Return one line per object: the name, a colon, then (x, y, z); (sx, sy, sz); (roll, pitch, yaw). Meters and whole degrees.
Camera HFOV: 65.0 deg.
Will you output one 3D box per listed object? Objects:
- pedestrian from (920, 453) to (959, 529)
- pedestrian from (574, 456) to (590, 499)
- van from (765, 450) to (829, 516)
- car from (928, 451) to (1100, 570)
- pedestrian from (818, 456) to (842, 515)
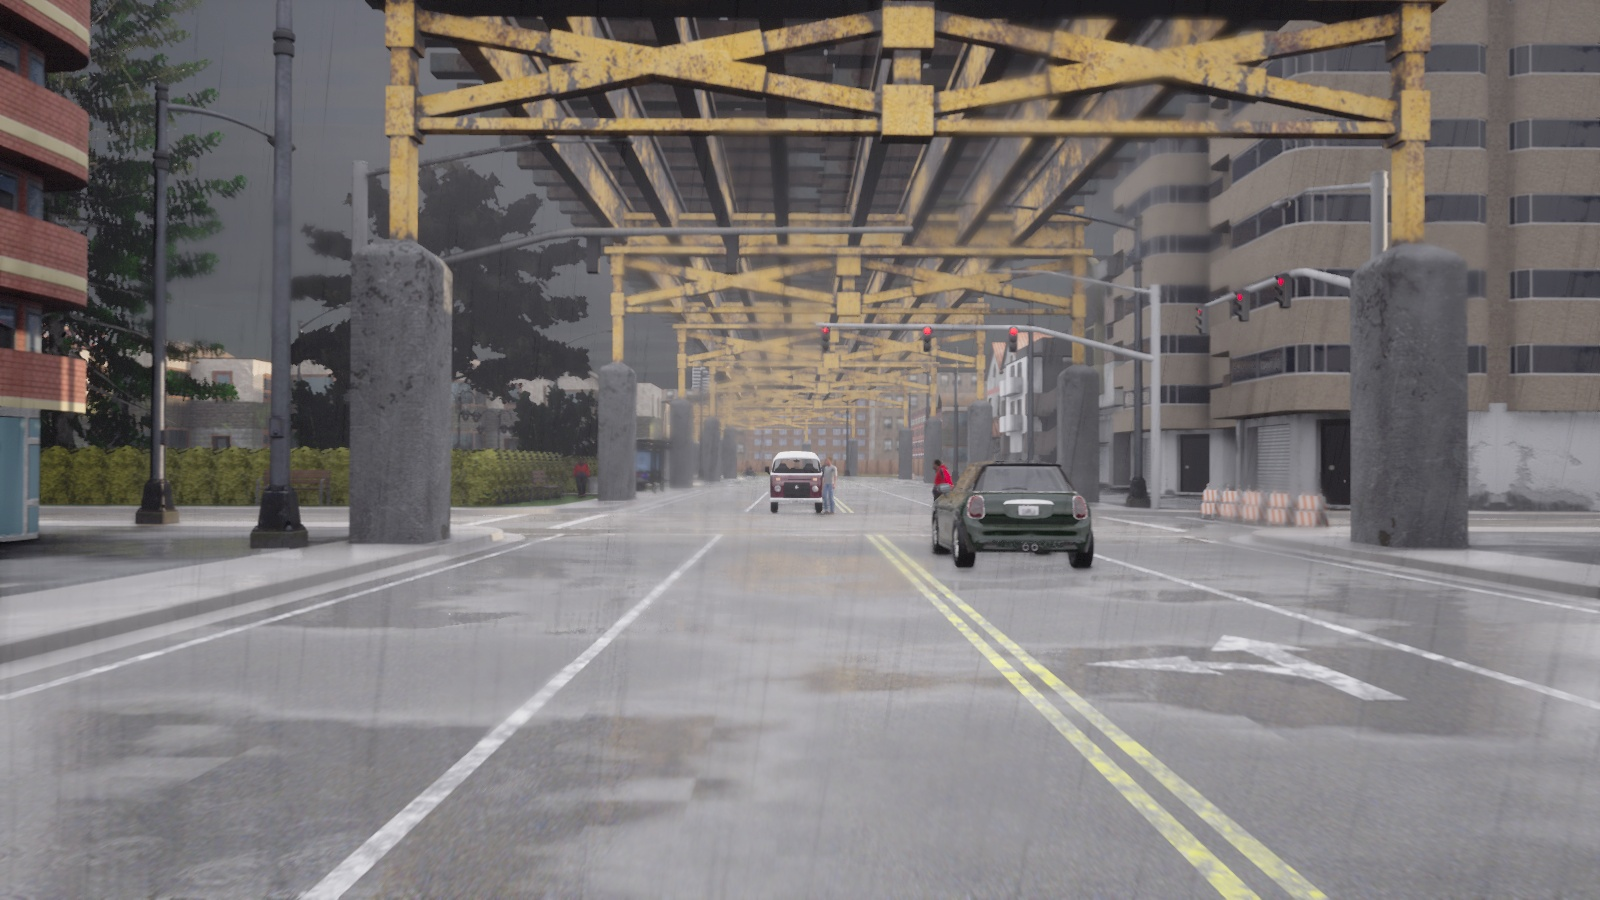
pedestrian: (3.393, 0.989, 30.528); (0.899, 1.844, 0.634); (0, -1, 10)
pedestrian: (-9.494, 1.209, 54.713); (0.634, 1.844, 0.899); (0, -1, -9)
van: (-0.111, 1.073, 42.998); (2.069, 2.038, 4.480); (0, 1, 0)
car: (3.445, 0.936, 21.148); (2.097, 1.767, 4.553); (0, -1, 0)
pedestrian: (0.959, 1.116, 39.704); (0.706, 1.836, 0.354); (0, -1, -43)
